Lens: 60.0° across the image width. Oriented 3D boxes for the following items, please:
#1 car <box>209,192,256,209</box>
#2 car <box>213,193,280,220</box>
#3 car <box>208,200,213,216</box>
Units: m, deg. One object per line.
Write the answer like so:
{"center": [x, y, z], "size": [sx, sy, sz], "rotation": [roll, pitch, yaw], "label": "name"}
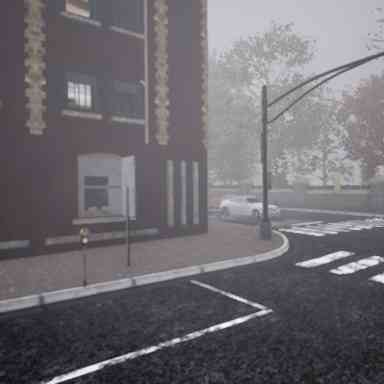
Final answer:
{"center": [3.857, 0.778, 32.591], "size": [1.752, 1.417, 4.829], "rotation": [0, 1, -36], "label": "car"}
{"center": [3.826, 0.992, 22.704], "size": [1.812, 1.442, 4.674], "rotation": [-1, 2, -35], "label": "car"}
{"center": [0.399, 1.039, 23.066], "size": [1.802, 1.307, 4.206], "rotation": [0, 1, -36], "label": "car"}
